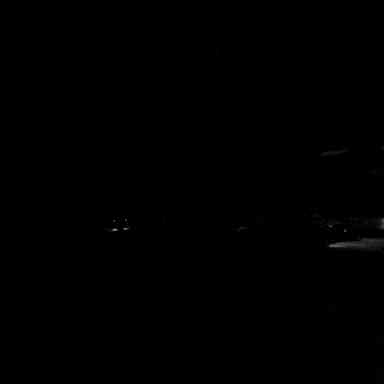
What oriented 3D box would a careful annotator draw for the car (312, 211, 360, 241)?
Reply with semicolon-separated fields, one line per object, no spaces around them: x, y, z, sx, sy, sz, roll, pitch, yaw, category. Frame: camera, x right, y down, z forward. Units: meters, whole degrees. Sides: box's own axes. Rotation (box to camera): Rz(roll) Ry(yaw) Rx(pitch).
5.770;1.664;17.273;1.812;1.442;4.674;-1;-3;-33;car

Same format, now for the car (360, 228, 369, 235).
19.904;4.100;39.358;2.163;1.488;4.792;0;0;36;car

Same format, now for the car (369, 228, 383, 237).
21.522;4.072;36.872;2.097;1.535;5.008;0;1;37;car
